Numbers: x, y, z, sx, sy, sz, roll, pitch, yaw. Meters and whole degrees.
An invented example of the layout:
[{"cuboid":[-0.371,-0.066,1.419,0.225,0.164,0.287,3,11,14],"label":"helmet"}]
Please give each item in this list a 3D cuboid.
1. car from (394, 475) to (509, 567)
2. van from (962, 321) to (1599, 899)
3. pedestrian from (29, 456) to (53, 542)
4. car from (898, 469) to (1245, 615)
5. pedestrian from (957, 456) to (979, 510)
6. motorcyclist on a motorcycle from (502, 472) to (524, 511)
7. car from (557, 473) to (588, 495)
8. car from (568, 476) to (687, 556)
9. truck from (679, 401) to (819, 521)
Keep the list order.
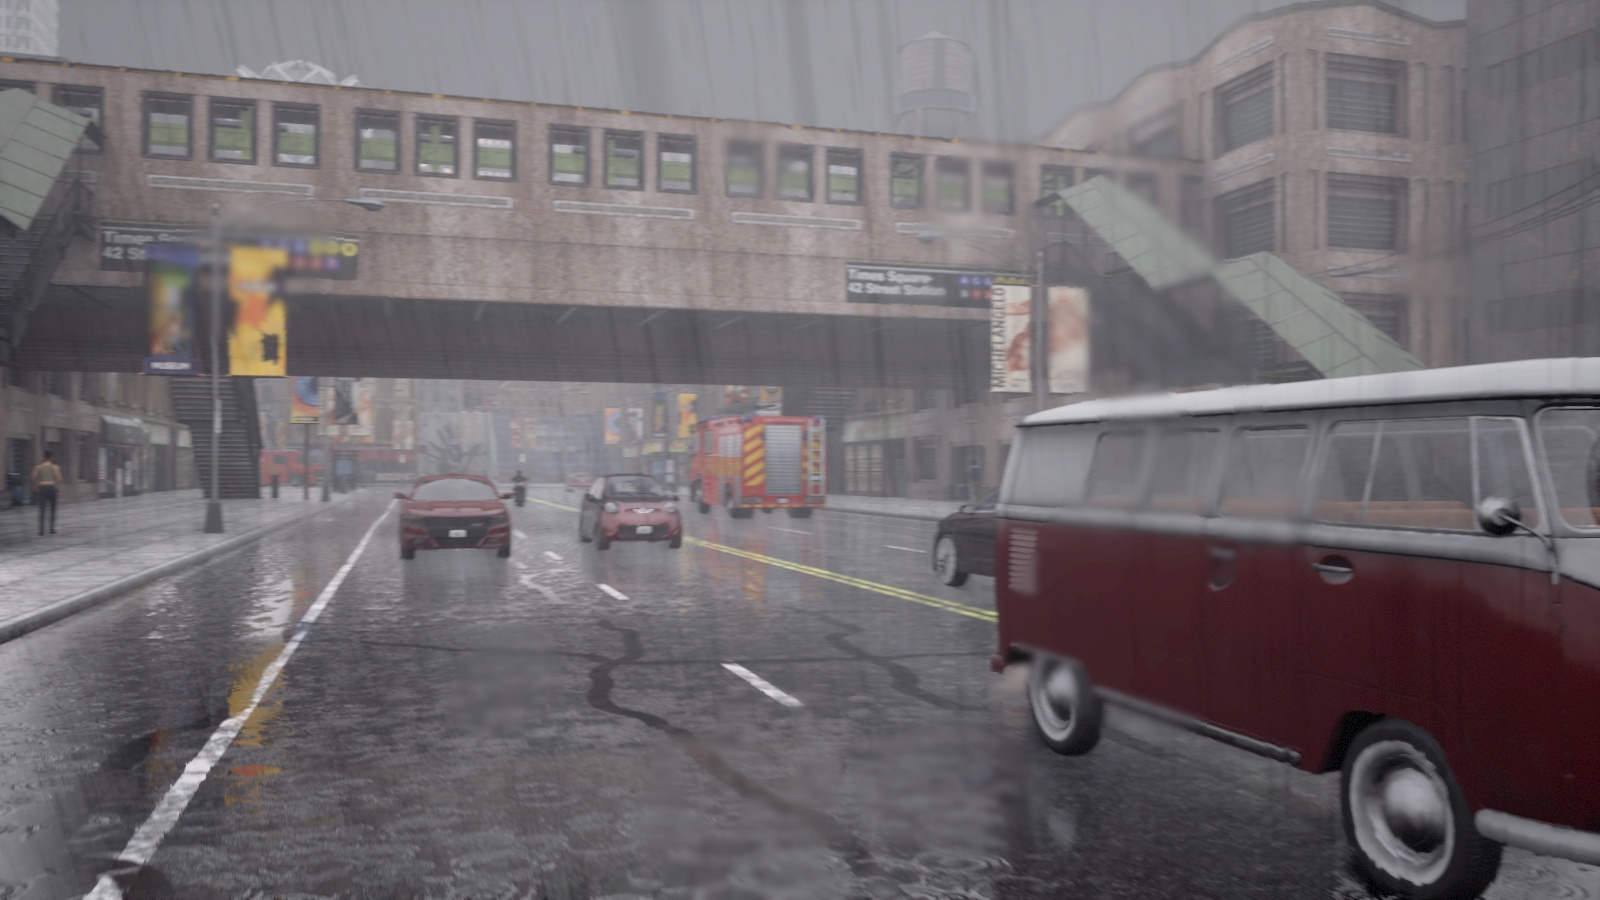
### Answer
[{"cuboid":[-6.636,1.238,23.677,1.882,1.535,5.008,0,-1,-17],"label":"car"},{"cuboid":[2.525,0.648,6.004,1.775,1.987,4.442,0,-1,-17],"label":"van"},{"cuboid":[-16.383,1.045,27.112,0.345,1.836,0.594,0,-1,-22],"label":"pedestrian"},{"cuboid":[3.139,1.015,15.818,2.128,1.511,4.902,0,-1,-17],"label":"car"},{"cuboid":[6.151,1.202,45.967,0.423,1.949,0.788,0,-1,-22],"label":"pedestrian"},{"cuboid":[-12.562,1.780,54.947,0.766,1.649,2.350,0,-1,-17],"label":"motorcyclist on a motorcycle"},{"cuboid":[-16.575,2.450,91.358,1.789,1.549,3.705,0,-1,-17],"label":"car"},{"cuboid":[-3.611,1.288,25.737,1.845,1.501,3.633,0,-1,-17],"label":"car"},{"cuboid":[-2.013,0.413,44.428,2.891,3.827,8.468,0,-1,-17],"label":"truck"}]
